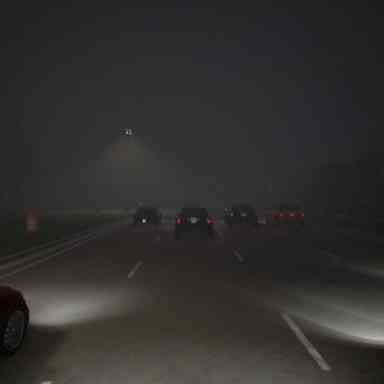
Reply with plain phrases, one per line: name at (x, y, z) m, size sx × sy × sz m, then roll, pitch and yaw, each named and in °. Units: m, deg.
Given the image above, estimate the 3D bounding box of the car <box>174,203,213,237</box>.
car at (0.096, 1.597, 19.746) m, size 2.097 × 1.767 × 4.553 m, roll 0°, pitch -1°, yaw 0°

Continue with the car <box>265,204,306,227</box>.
car at (7.096, 1.669, 25.684) m, size 2.097 × 1.767 × 4.553 m, roll 0°, pitch -1°, yaw 0°

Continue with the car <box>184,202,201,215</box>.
car at (0.093, 2.064, 41.897) m, size 2.033 × 1.411 × 5.357 m, roll 0°, pitch -1°, yaw 0°

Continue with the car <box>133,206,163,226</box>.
car at (-3.404, 1.828, 26.051) m, size 1.837 × 1.490 × 4.892 m, roll 0°, pitch 0°, yaw 0°

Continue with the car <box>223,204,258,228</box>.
car at (3.597, 1.664, 25.298) m, size 2.097 × 1.767 × 4.553 m, roll 0°, pitch -1°, yaw 0°

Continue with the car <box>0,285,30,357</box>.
car at (-3.399, 1.566, 3.178) m, size 1.812 × 1.442 × 4.674 m, roll 0°, pitch -1°, yaw 0°
